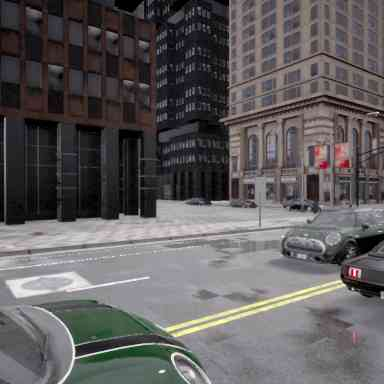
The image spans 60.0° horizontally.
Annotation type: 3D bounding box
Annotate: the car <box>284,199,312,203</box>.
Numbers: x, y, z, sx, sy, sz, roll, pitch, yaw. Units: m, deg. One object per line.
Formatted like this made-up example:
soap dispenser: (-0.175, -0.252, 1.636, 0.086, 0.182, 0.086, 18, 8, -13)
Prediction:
car: (12.734, 1.517, 38.223, 2.128, 1.511, 4.902, 0, 0, -35)

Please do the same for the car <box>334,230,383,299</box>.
car: (5.363, 1.601, 7.265, 4.718, 1.301, 1.895, 0, 0, -35)

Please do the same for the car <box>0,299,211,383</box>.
car: (-1.982, 1.352, 2.025, 4.553, 1.767, 2.097, 0, 0, -35)

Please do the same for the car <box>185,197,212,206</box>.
car: (1.005, 1.597, 54.820, 2.033, 1.411, 5.357, 0, 0, -36)

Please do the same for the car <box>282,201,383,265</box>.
car: (5.147, 1.351, 11.349, 4.553, 1.767, 2.097, 0, 0, -36)

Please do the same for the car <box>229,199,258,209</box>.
car: (7.069, 1.600, 46.225, 1.994, 1.385, 4.181, 0, 0, -36)
